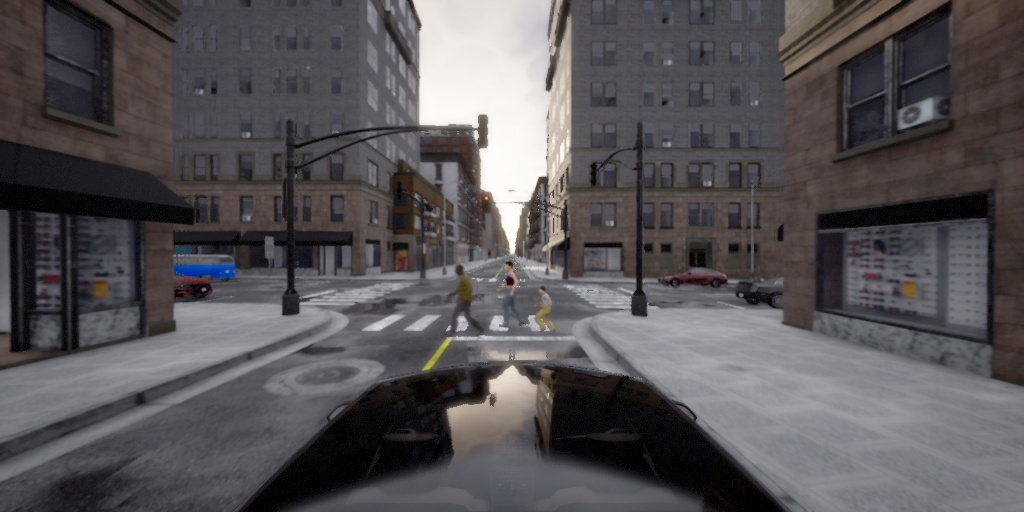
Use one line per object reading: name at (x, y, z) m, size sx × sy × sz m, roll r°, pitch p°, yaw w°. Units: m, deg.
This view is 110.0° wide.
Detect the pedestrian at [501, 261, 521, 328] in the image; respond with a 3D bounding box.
pedestrian at (-0.028, 1.014, 9.730) m, size 0.375 × 1.860 × 0.375 m, roll 0°, pitch 1°, yaw 0°

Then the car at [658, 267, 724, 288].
car at (11.685, 1.361, 23.308) m, size 4.207 × 1.307 × 1.802 m, roll 0°, pitch 0°, yaw 1°

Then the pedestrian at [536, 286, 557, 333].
pedestrian at (0.869, 1.296, 9.131) m, size 0.375 × 1.300 × 0.375 m, roll 0°, pitch 1°, yaw 0°

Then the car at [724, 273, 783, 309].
car at (11.637, 1.408, 14.783) m, size 4.403 × 1.370 × 2.007 m, roll 0°, pitch 0°, yaw 1°

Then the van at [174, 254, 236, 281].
van at (-20.569, 0.803, 23.594) m, size 3.998 × 1.789 × 1.690 m, roll 0°, pitch 0°, yaw 1°

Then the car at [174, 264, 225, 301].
car at (-15.126, 1.139, 15.014) m, size 4.507 × 1.381 × 1.888 m, roll 0°, pitch 0°, yaw 1°

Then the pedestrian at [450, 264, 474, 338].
pedestrian at (-1.182, 1.018, 8.532) m, size 0.375 × 1.860 × 0.375 m, roll 0°, pitch 1°, yaw 0°
